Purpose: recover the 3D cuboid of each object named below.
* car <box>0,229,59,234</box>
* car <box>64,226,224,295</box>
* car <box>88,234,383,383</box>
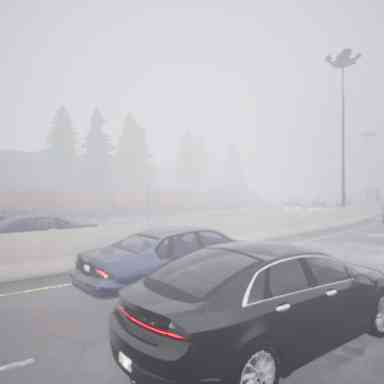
[{"bbox_3d":[-6.239,1.591,12.573,5.357,1.411,2.033,0,0,-37],"label":"car"},{"bbox_3d":[-0.146,1.560,8.217,5.357,1.411,2.033,0,0,-39],"label":"car"},{"bbox_3d":[1.228,1.508,4.939,4.892,1.490,1.837,0,0,-37],"label":"car"}]
